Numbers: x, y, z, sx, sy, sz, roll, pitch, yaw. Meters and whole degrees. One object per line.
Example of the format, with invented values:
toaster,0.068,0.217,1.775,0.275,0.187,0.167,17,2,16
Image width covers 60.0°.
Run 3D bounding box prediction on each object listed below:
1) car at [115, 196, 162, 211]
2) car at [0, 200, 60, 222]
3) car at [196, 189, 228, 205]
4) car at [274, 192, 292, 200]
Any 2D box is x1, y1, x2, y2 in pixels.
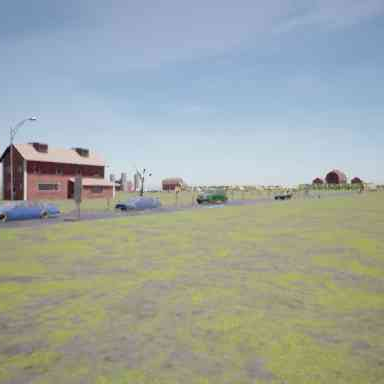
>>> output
car,-5.365,1.147,34.211,2.033,1.411,5.357,1,1,36
car,-12.520,1.324,24.373,2.033,1.411,5.357,1,1,37
car,2.831,0.614,45.523,2.150,2.045,5.566,1,1,36
car,16.302,0.726,59.181,1.895,1.301,4.718,1,1,36
